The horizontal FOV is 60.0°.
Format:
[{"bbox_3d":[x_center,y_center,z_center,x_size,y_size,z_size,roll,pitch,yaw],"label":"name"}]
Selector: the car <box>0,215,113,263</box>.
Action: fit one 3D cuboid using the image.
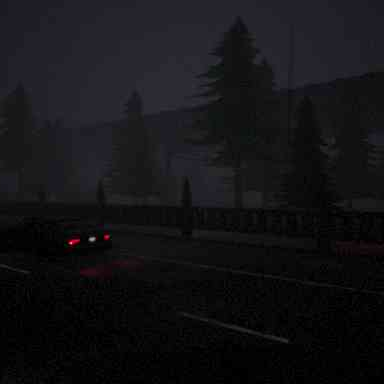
[{"bbox_3d":[-5.201,1.554,12.011,5.357,1.411,2.033,0,0,36],"label":"car"}]
